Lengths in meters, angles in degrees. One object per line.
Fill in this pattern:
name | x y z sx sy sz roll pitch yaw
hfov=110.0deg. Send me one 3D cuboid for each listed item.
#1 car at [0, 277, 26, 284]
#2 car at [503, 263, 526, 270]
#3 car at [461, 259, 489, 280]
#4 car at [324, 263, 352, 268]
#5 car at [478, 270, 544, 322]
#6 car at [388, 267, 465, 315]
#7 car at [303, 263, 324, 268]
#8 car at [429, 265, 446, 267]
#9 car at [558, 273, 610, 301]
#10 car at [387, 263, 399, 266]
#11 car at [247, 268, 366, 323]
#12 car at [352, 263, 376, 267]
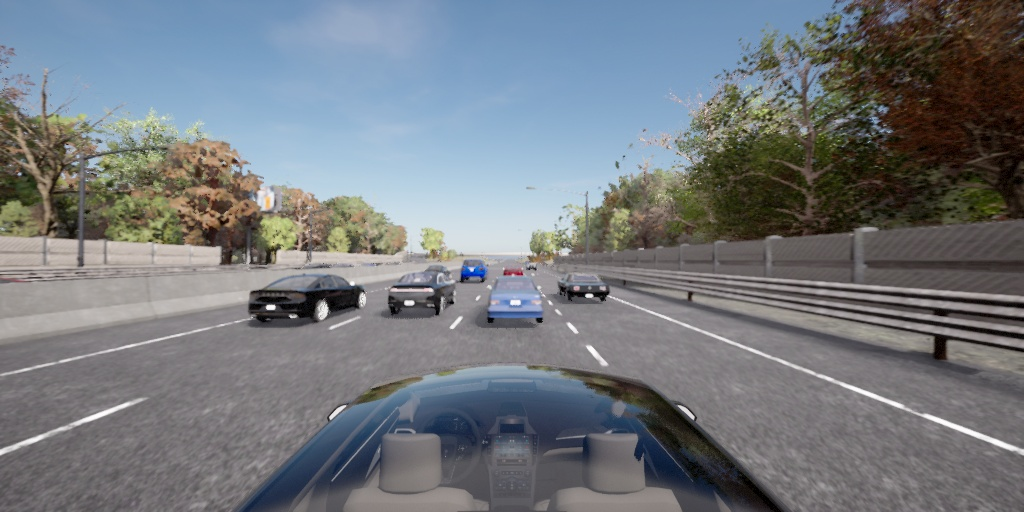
car | -17.599 1.323 10.921 1.882 1.535 5.008 0 -1 0
car | 0.103 1.581 35.190 1.882 1.535 5.008 0 -1 0
car | -3.399 1.300 32.893 2.150 2.045 5.566 0 -1 0
car | -24.553 1.776 51.996 2.128 1.511 4.902 0 -1 0
car | 0.100 1.414 12.869 2.033 1.411 5.357 0 -1 0
car | -3.399 1.372 14.301 2.128 1.511 4.902 0 -1 0
car | -28.049 1.758 51.595 1.882 1.535 5.008 0 0 0
car | -6.902 1.591 33.614 1.837 1.490 4.892 0 -1 0
car | 3.501 1.525 18.442 1.895 1.301 4.718 0 -1 0
car | -17.566 1.793 52.255 1.837 1.490 4.892 0 -1 0
car | -6.898 1.342 12.730 1.882 1.535 5.008 0 -1 0
car | -21.063 1.813 52.245 1.812 1.442 4.674 0 -1 0
